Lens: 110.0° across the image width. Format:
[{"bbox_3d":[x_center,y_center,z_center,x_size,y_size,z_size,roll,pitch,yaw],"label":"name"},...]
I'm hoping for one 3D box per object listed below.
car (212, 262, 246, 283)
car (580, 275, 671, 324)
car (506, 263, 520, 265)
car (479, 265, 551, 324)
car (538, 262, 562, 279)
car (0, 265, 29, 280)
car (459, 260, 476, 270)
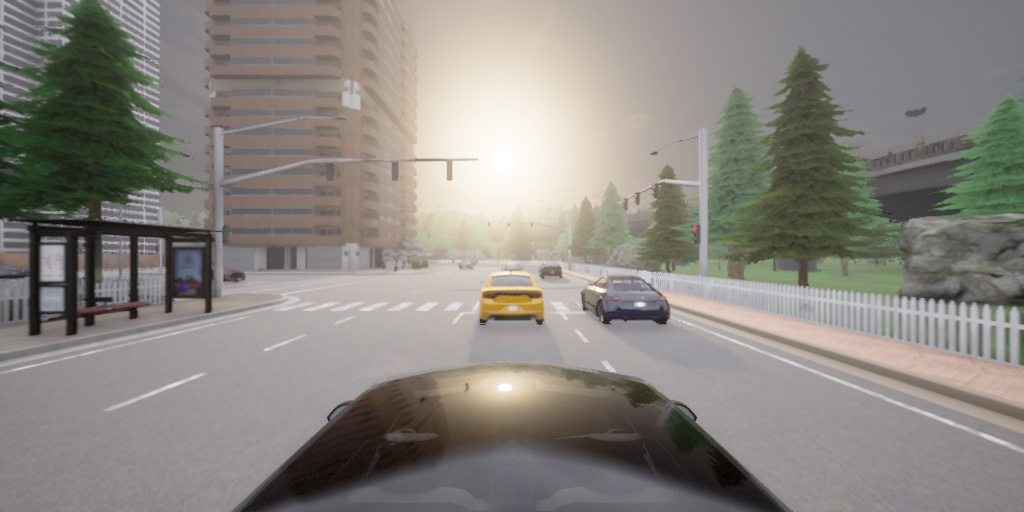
[{"bbox_3d":[-23.203,1.206,27.578,4.553,1.767,2.097,0,0,0],"label":"car"},{"bbox_3d":[3.581,1.331,12.021,1.994,1.385,4.181,0,0,0],"label":"car"},{"bbox_3d":[0.065,1.339,30.100,1.812,1.442,4.674,0,0,0],"label":"car"},{"bbox_3d":[-0.071,1.246,12.046,1.882,1.535,5.008,0,0,-2],"label":"car"},{"bbox_3d":[3.565,1.286,34.031,1.882,1.535,5.008,0,0,0],"label":"car"},{"bbox_3d":[-45.220,1.428,31.121,4.181,1.385,1.994,0,0,0],"label":"car"},{"bbox_3d":[-7.126,1.335,55.844,2.128,1.511,4.902,0,0,0],"label":"car"}]
